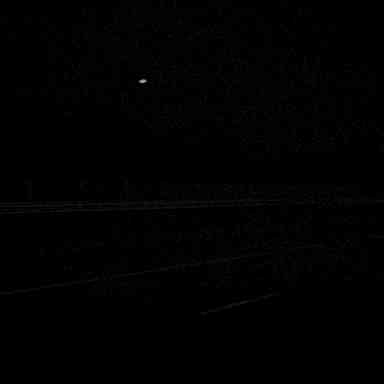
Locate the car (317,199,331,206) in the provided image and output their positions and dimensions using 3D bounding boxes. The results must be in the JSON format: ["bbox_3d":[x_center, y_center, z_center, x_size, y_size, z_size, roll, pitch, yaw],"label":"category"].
[{"bbox_3d":[17.830,1.608,42.489,4.181,1.385,1.994,0,0,-35],"label":"car"}]

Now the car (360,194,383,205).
[{"bbox_3d":[21.048,1.261,36.199,5.566,2.045,2.150,0,0,-35],"label":"car"}]

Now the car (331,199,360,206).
[{"bbox_3d":[18.920,1.520,38.976,5.008,1.535,1.882,0,0,-35],"label":"car"}]
